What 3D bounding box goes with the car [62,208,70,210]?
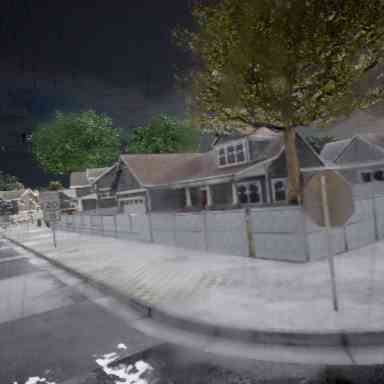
[{"bbox_3d":[-29.829,4.692,79.741,2.097,1.767,4.553,-6,0,8],"label":"car"}]
